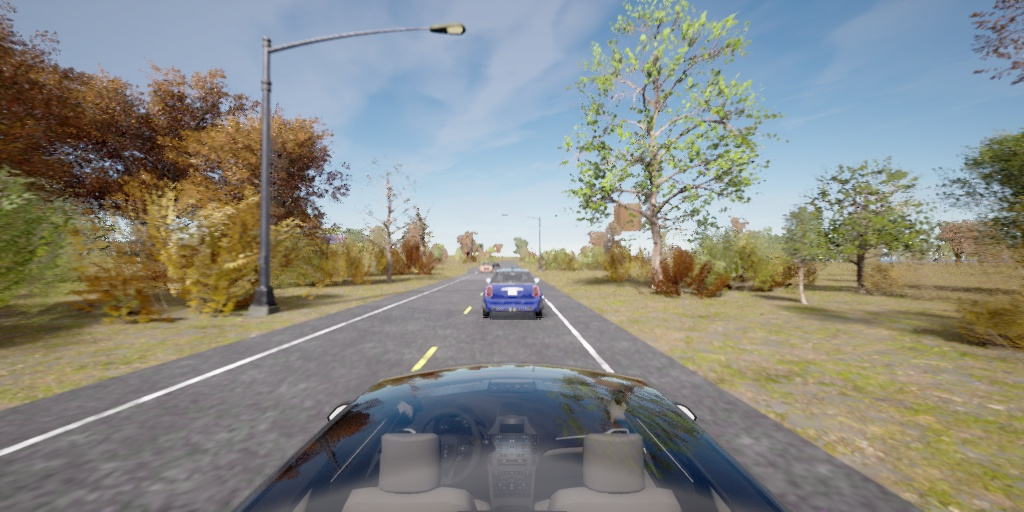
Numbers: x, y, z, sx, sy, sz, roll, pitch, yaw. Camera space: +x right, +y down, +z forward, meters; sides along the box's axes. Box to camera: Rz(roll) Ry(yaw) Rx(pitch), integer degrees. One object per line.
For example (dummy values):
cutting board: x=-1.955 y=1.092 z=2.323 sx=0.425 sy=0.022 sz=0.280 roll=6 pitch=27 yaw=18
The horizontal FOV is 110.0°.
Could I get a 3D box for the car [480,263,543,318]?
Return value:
car: x=0.027 y=1.272 z=14.045 sx=2.097 sy=1.767 sz=4.553 roll=0 pitch=-1 yaw=0
